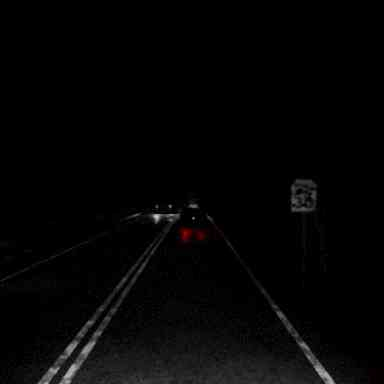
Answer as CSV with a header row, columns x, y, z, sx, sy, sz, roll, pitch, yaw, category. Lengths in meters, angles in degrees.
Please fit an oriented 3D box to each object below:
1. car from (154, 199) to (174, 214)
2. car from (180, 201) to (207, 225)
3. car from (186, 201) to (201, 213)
x,y,z,sx,sy,sz,roll,pitch,yaw,category
-3.259,1.654,39.748,2.097,1.767,4.553,0,-1,0,car
0.132,1.636,25.399,2.128,1.511,4.902,0,-1,1,car
0.194,1.865,43.030,1.812,1.442,4.674,0,-1,0,car
